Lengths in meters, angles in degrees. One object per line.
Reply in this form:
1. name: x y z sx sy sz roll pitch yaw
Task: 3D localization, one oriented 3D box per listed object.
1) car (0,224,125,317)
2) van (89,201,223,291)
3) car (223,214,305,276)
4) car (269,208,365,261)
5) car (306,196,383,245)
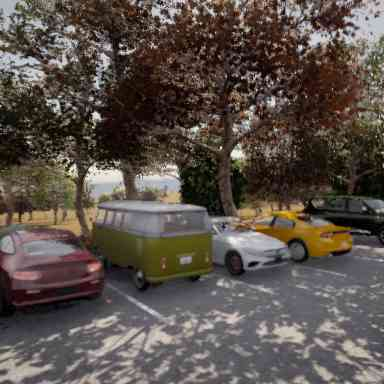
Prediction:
1. car: -3.472 1.531 7.578 2.002 1.452 4.674 0 0 -35
2. van: -1.381 1.263 9.200 1.878 1.987 4.442 0 0 -35
3. car: 0.949 1.527 10.705 2.002 1.452 4.674 0 0 -35
4. car: 3.318 1.484 12.369 2.097 1.535 5.008 0 0 -35
5. car: 7.857 1.228 15.547 2.435 2.045 5.566 0 0 -35
